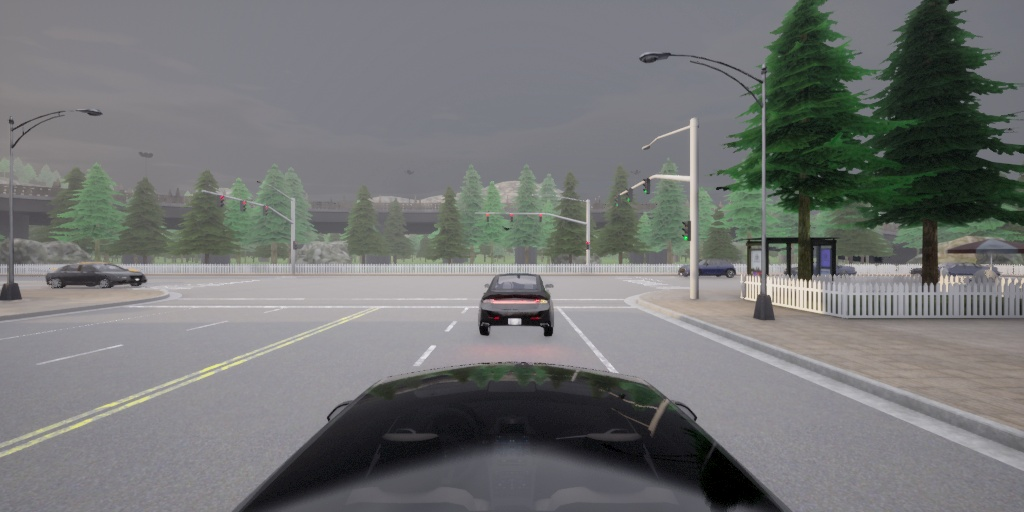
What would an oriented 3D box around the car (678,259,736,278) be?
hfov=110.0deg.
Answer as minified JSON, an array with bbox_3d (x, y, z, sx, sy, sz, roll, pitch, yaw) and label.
[{"bbox_3d":[17.514,1.046,32.366,4.553,1.767,2.097,0,0,0],"label":"car"}]

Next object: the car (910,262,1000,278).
[{"bbox_3d":[38.706,1.242,31.432,5.357,1.411,2.033,0,0,11],"label":"car"}]

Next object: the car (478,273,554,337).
[{"bbox_3d":[0.180,1.242,10.372,2.128,1.511,4.902,0,0,3],"label":"car"}]

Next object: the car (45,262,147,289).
[{"bbox_3d":[-25.186,1.201,21.803,4.892,1.490,1.837,-1,0,1],"label":"car"}]

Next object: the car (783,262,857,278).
[{"bbox_3d":[27.671,1.242,32.274,5.357,1.411,2.033,0,0,1],"label":"car"}]
